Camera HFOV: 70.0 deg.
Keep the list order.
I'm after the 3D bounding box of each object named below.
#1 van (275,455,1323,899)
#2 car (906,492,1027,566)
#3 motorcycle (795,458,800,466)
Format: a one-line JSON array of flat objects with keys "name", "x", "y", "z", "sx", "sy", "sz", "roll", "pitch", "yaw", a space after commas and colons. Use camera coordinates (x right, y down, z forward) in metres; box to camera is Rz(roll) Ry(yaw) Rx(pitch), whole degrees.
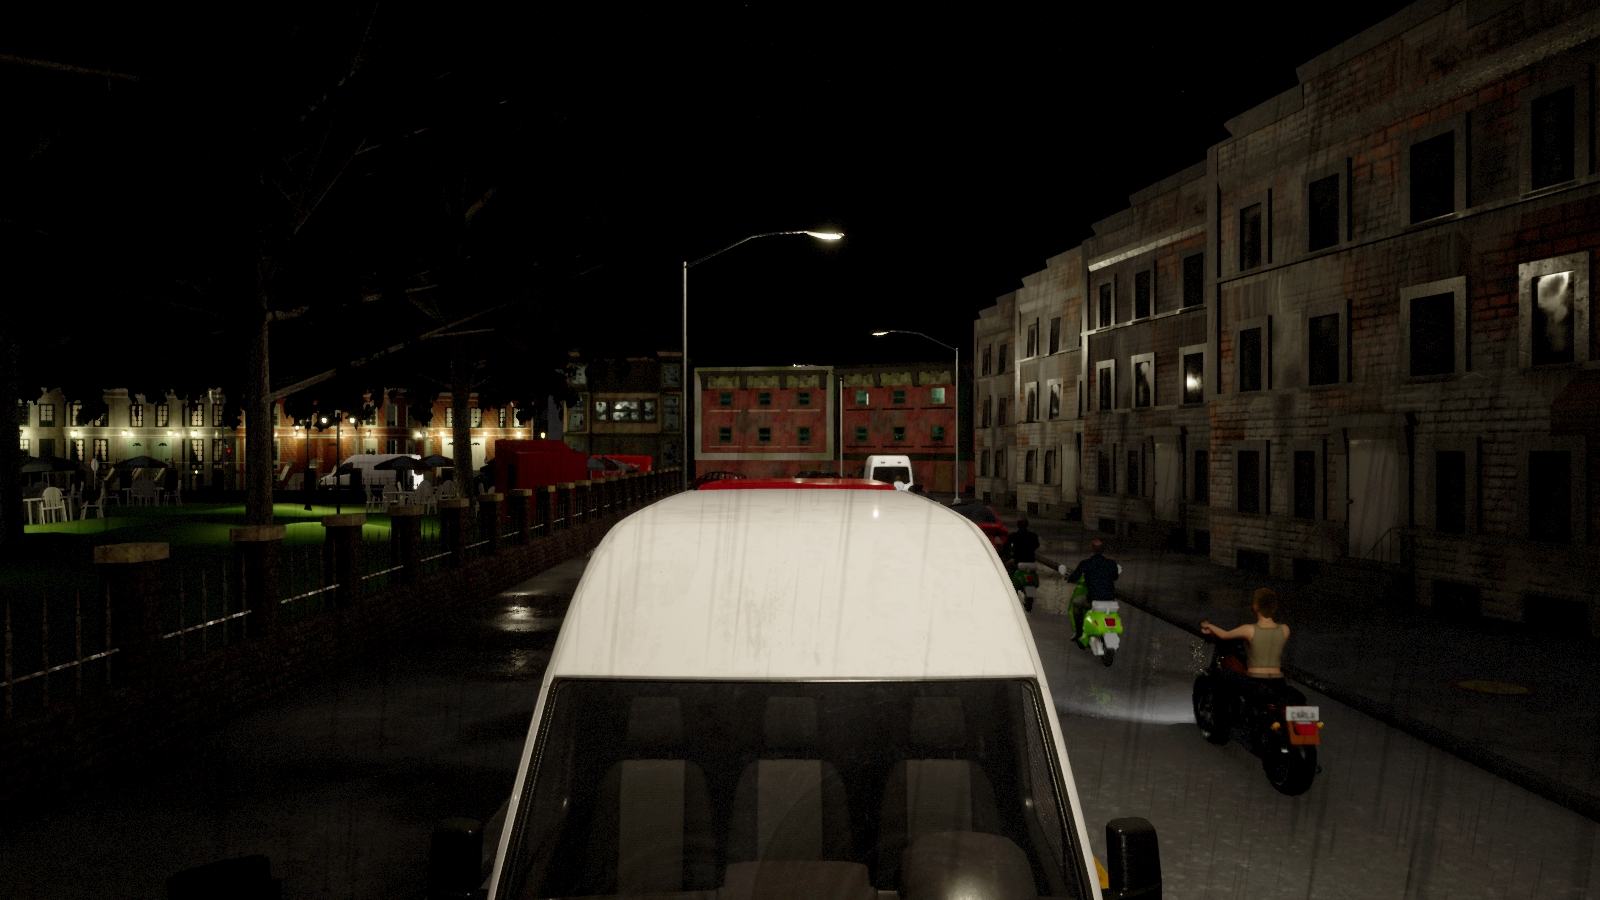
[{"name": "van", "x": -0.006, "y": 1.314, "z": 5.127, "sx": 1.988, "sy": 2.561, "sz": 5.915, "roll": 0, "pitch": 0, "yaw": 0}, {"name": "car", "x": 3.917, "y": 1.841, "z": 27.787, "sx": 2.231, "sy": 1.480, "sz": 4.892, "roll": 0, "pitch": 0, "yaw": 0}, {"name": "motorcycle", "x": -0.384, "y": 1.962, "z": 183.188, "sx": 0.856, "sy": 1.236, "sz": 1.805, "roll": 0, "pitch": 0, "yaw": 0}]
